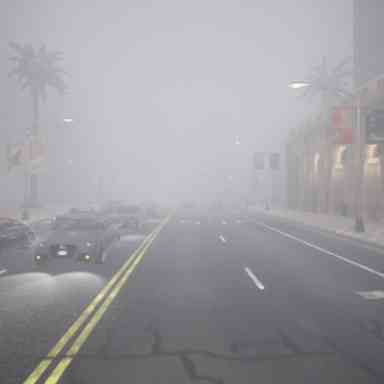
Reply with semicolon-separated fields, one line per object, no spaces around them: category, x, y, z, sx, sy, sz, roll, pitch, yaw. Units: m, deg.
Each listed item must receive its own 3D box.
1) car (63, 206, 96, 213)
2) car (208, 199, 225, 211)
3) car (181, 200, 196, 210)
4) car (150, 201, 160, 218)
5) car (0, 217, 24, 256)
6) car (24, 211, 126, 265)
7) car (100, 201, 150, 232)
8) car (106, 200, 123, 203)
car;-7.444;1.640;21.813;1.895;1.301;4.718;0;0;-1
car;3.034;1.551;41.092;2.033;1.411;5.357;0;0;1
car;-0.459;1.619;42.465;1.895;1.301;4.718;0;0;0
car;-4.002;1.554;30.492;1.812;1.442;4.674;0;0;0
car;-7.293;1.598;11.745;1.994;1.385;4.181;0;0;-1
car;-3.790;1.584;11.648;1.994;1.385;4.181;0;0;-1
car;-3.927;1.529;20.432;1.837;1.490;4.892;0;0;-1
car;-7.507;1.548;32.255;1.837;1.490;4.892;0;0;0
